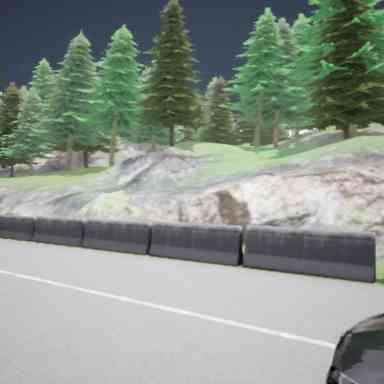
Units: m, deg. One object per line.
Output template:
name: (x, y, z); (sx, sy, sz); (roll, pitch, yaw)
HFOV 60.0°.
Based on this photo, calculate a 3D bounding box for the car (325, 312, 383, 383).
car: (3.353, 1.409, 1.821); (4.902, 1.511, 2.128); (-1, 0, 33)
